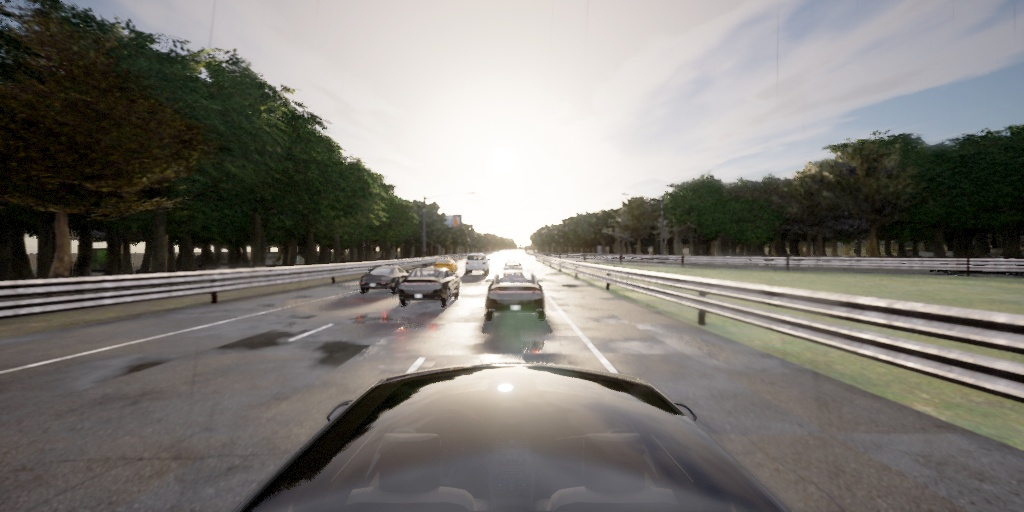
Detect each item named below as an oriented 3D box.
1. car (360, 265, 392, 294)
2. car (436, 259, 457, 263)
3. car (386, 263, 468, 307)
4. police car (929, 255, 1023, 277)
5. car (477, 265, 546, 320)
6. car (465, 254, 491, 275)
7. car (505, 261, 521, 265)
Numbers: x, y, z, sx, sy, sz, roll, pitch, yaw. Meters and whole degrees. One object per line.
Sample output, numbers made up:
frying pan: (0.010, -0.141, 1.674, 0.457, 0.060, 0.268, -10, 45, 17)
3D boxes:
car: (-6.899, 1.247, 20.060, 1.812, 1.442, 4.674, 0, 0, 0)
car: (-6.898, 1.019, 37.654, 1.882, 1.535, 5.008, 0, 1, 0)
car: (-3.399, 1.232, 15.457, 2.128, 1.511, 4.902, 0, 0, 0)
police car: (36.257, 0.762, 27.784, 2.038, 1.542, 4.974, 1, 0, -45)
car: (0.101, 1.238, 12.535, 2.128, 1.511, 4.902, 0, 0, 0)
car: (-3.398, 0.789, 35.952, 2.150, 2.045, 5.566, 0, 1, 0)
car: (0.101, 1.178, 35.262, 1.895, 1.301, 4.718, 0, 1, 0)
